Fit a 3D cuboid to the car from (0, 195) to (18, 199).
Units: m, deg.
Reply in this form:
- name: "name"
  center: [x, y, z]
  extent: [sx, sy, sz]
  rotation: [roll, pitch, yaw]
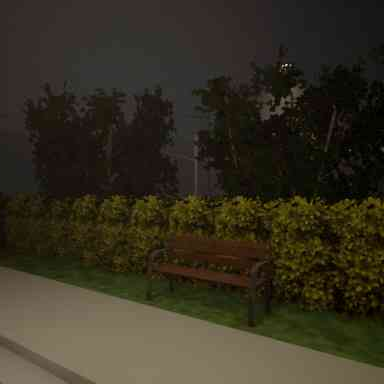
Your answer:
- name: "car"
  center: [-9.001, 1.214, 18.612]
  extent: [5.566, 2.045, 2.150]
  rotation: [0, 0, -12]
